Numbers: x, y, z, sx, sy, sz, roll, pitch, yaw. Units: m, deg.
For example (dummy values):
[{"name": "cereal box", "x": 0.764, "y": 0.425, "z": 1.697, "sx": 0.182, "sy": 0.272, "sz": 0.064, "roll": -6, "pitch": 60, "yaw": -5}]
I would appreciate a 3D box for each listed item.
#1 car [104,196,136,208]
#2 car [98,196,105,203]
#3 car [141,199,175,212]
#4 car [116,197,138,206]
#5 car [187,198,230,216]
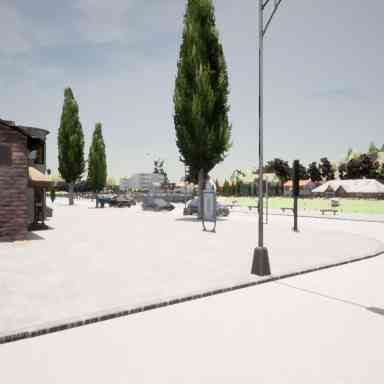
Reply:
[{"name": "car", "x": -10.450, "y": 1.478, "z": 47.961, "sx": 1.882, "sy": 1.535, "sz": 5.008, "roll": 0, "pitch": 0, "yaw": -35}, {"name": "car", "x": -16.894, "y": 1.478, "z": 64.074, "sx": 1.882, "sy": 1.535, "sz": 5.008, "roll": 0, "pitch": 0, "yaw": -36}, {"name": "car", "x": -4.072, "y": 1.547, "z": 39.027, "sx": 2.033, "sy": 1.411, "sz": 5.357, "roll": 0, "pitch": 0, "yaw": -36}, {"name": "car", "x": -10.939, "y": 1.526, "z": 55.782, "sx": 1.812, "sy": 1.442, "sz": 4.674, "roll": 0, "pitch": 0, "yaw": -36}, {"name": "car", "x": 1.482, "y": 1.352, "z": 31.287, "sx": 2.097, "sy": 1.767, "sz": 4.553, "roll": 0, "pitch": 0, "yaw": -36}]
